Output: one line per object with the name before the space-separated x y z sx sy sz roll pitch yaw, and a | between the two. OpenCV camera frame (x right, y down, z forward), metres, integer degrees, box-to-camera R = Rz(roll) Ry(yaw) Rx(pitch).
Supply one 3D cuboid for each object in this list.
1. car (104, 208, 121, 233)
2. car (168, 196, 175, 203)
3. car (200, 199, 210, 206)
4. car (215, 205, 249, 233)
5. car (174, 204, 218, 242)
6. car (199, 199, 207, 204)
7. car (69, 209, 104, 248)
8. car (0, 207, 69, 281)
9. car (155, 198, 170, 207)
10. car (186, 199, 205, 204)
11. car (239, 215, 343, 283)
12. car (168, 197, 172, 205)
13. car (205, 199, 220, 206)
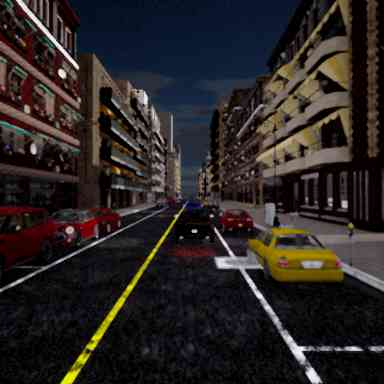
car | -5.682 1.728 20.864 1.887 1.381 4.507 0 -1 0
car | -5.663 2.214 77.224 1.887 1.381 4.507 0 0 0
car | 2.716 2.187 71.581 1.947 1.339 4.313 0 0 0
car | 2.698 1.728 20.857 1.887 1.381 4.507 0 0 0
car | 0.119 1.630 17.319 1.882 1.535 5.008 0 -1 0
car | 2.719 2.300 82.853 1.802 1.307 4.206 0 0 0
car | -5.684 1.575 15.228 1.967 1.590 4.097 0 -1 0
car | -5.685 1.400 9.594 2.192 1.841 5.009 0 -1 0
car | -5.669 2.076 60.315 2.008 1.369 4.403 0 0 0
car | 0.112 1.781 34.589 1.882 1.535 5.008 0 0 0
car | 2.695 1.612 9.755 1.752 1.417 4.829 0 -1 0
car | -5.667 2.124 65.952 2.008 1.369 4.403 0 0 0
car | 2.706 1.930 43.401 2.008 1.369 4.403 0 0 0
